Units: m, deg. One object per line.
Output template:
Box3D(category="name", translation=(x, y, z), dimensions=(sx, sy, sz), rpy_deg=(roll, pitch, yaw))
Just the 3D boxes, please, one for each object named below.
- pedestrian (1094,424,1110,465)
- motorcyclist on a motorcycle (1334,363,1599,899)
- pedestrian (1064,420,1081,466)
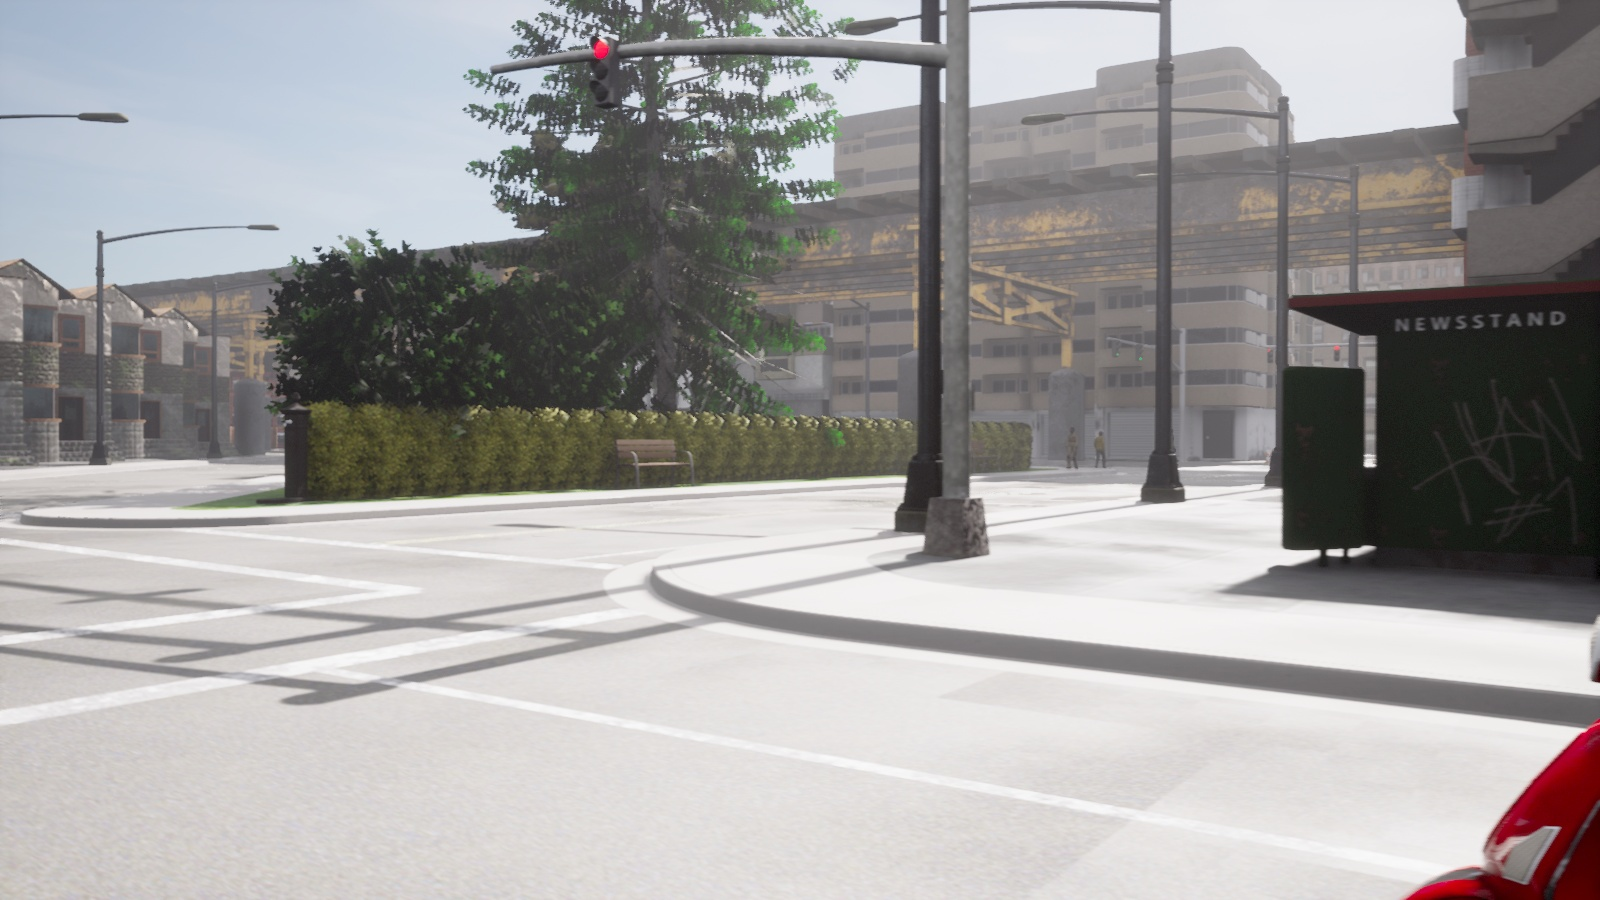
Box3D(category="pedestrian", translation=(13.758, -0.251, 57.241), dimensions=(0.370, 1.835, 0.726), rpy_deg=(-1, 1, 41))
Box3D(category="motorcyclist on a motorcycle", translation=(2.029, 0.637, 2.276), dimensions=(1.817, 1.590, 0.866), rpy_deg=(0, 1, 34))
Box3D(category="pedestrian", translation=(11.489, -0.311, 52.853), dimensions=(0.396, 1.930, 0.692), rpy_deg=(-1, 1, 40))
